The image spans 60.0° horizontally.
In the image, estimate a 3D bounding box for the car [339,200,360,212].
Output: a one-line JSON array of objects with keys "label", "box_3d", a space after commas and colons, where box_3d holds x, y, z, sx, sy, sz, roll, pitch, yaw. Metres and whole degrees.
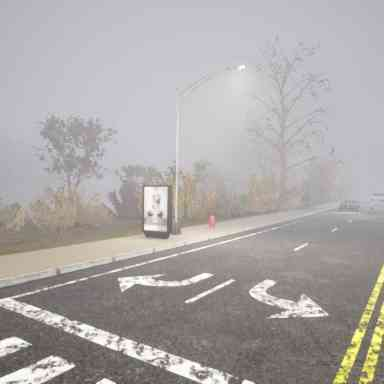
[{"label": "car", "box_3d": [18.778, 1.602, 39.625, 1.994, 1.385, 4.181, 0, 0, 31]}]

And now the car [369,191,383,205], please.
[{"label": "car", "box_3d": [21.562, 0.920, 37.949, 2.150, 2.045, 5.566, 0, 0, 31]}]
